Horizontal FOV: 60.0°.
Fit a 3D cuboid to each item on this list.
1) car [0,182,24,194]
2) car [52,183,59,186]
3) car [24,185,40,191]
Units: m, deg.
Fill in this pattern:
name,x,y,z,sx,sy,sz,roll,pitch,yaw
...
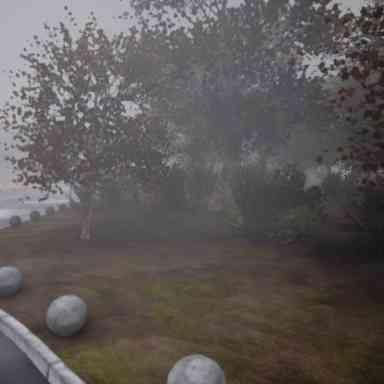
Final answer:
name,x,y,z,sx,sy,sz,roll,pitch,yaw
car,-26.256,-0.636,46.080,1.946,1.575,5.366,0,4,6
car,-25.103,-1.613,57.316,2.435,2.045,5.566,0,4,6
car,-25.696,-0.992,51.565,1.946,1.575,5.366,0,4,6
